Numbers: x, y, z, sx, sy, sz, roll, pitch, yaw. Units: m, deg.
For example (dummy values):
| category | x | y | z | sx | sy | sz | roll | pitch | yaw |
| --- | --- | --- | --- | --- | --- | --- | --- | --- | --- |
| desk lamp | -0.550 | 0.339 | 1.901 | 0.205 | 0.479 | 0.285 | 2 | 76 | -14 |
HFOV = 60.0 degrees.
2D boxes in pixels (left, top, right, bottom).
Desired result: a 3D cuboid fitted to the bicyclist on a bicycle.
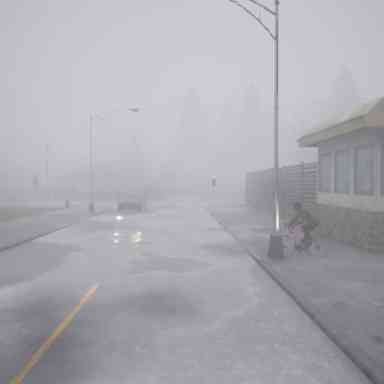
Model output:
| category | x | y | z | sx | sy | sz | roll | pitch | yaw |
| --- | --- | --- | --- | --- | --- | --- | --- | --- | --- |
| bicyclist on a bicycle | 3.128 | 1.101 | 9.467 | 1.656 | 1.620 | 0.582 | 1 | 5 | -1 |

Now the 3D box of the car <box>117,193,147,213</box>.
| category | x | y | z | sx | sy | sz | roll | pitch | yaw |
| --- | --- | --- | --- | --- | --- | --- | --- | --- | --- |
| car | -4.854 | 0.794 | 27.248 | 1.882 | 1.535 | 5.008 | 0 | 1 | -2 |
